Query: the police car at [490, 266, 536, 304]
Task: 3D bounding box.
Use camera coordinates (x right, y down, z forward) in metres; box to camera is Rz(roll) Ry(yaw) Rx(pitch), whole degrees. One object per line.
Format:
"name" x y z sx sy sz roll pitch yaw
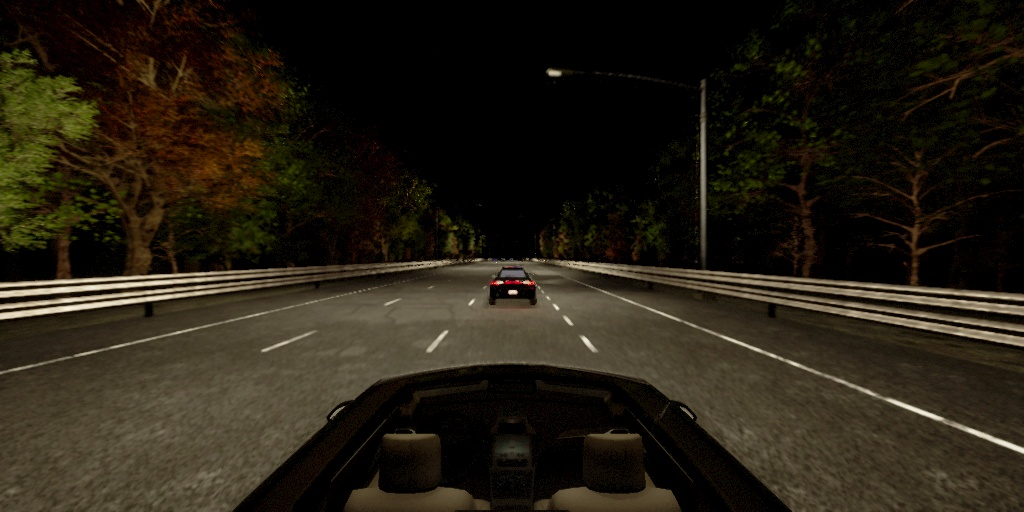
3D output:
"police car" 0.028 1.252 16.680 2.038 1.542 4.974 0 0 0
